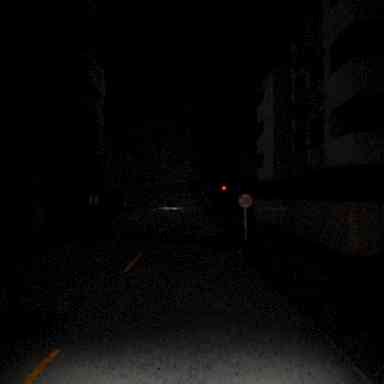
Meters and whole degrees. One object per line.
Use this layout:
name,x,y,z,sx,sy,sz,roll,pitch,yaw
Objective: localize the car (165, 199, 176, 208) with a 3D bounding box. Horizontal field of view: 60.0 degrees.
car,-4.053,2.219,64.193,1.837,1.490,4.892,0,-1,0
